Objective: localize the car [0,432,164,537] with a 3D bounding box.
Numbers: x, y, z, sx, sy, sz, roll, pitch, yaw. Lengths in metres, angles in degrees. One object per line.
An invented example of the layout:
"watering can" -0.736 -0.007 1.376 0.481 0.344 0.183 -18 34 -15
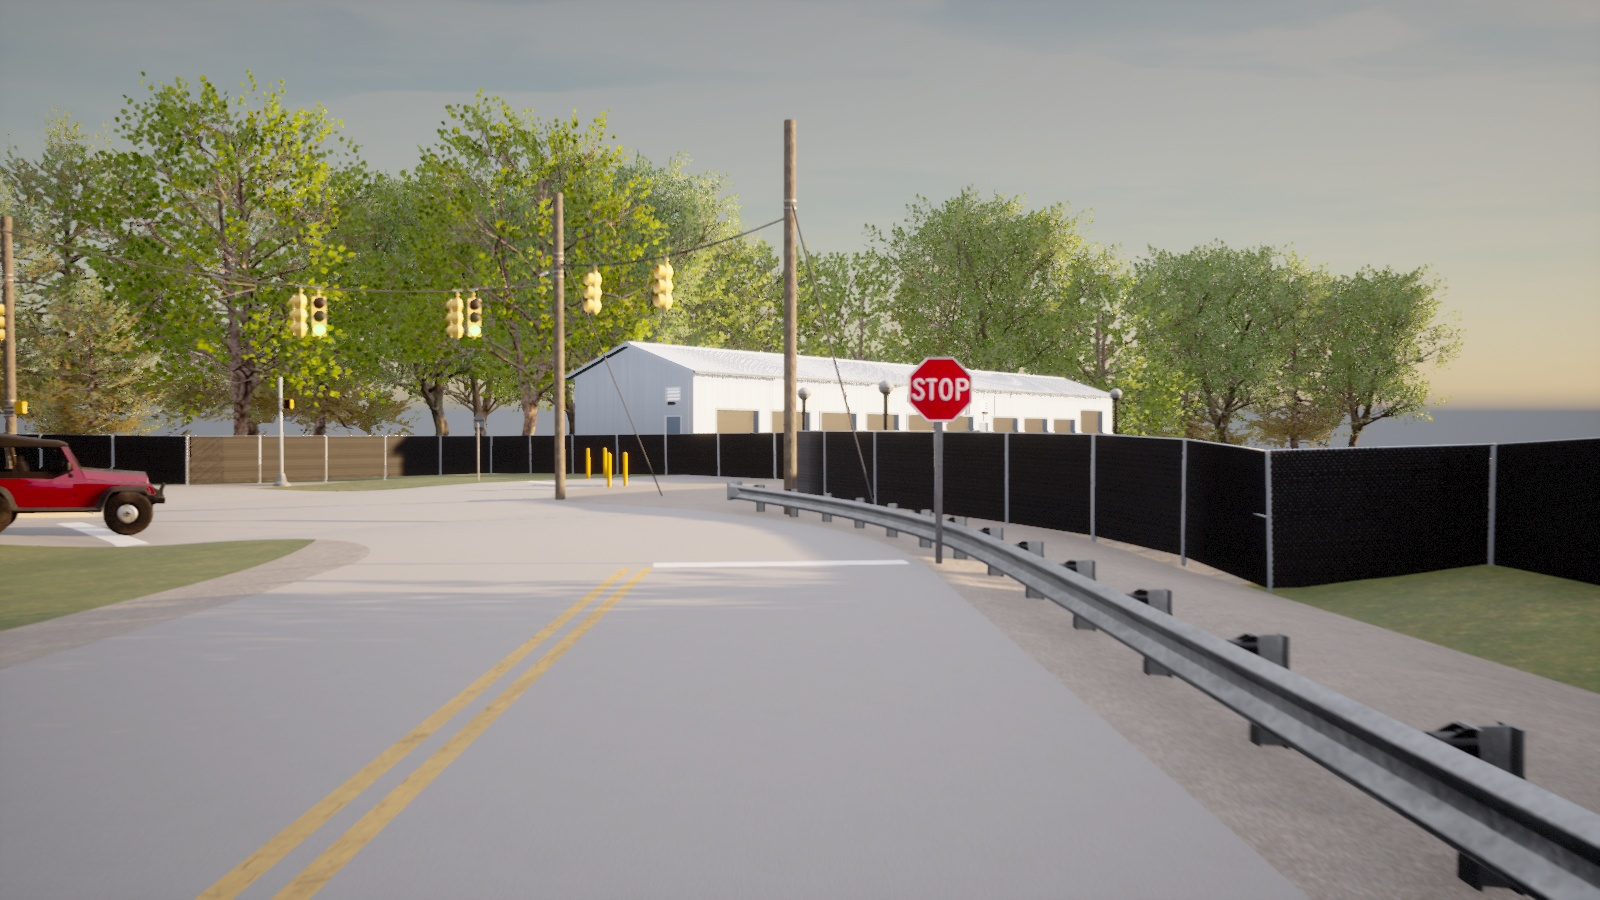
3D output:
"car" -14.344 0.625 23.975 3.866 1.878 1.905 1 1 -28
